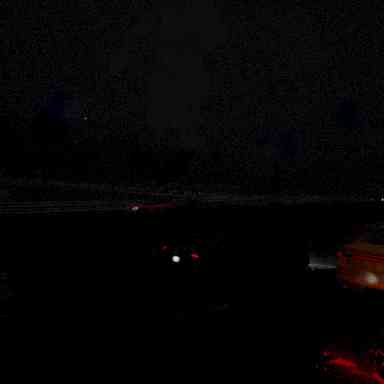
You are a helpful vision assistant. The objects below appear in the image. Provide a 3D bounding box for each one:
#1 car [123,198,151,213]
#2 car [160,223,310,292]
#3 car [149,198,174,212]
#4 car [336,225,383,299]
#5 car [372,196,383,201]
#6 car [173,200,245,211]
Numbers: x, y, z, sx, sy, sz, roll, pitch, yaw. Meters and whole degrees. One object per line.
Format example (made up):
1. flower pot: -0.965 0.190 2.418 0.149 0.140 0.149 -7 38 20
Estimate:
1. car: -3.329 1.264 27.409 4.553 1.767 2.097 0 0 -35
2. car: 1.252 1.524 8.938 4.181 1.385 1.994 0 0 -36
3. car: -0.485 1.410 25.139 4.892 1.490 1.837 -1 0 -35
4. car: 5.302 1.420 7.527 5.008 1.535 1.882 0 0 -35
5. car: 29.300 1.213 50.627 4.718 1.301 1.895 -1 0 -35
6. car: 1.546 1.396 22.288 4.902 1.511 2.128 0 0 -35
